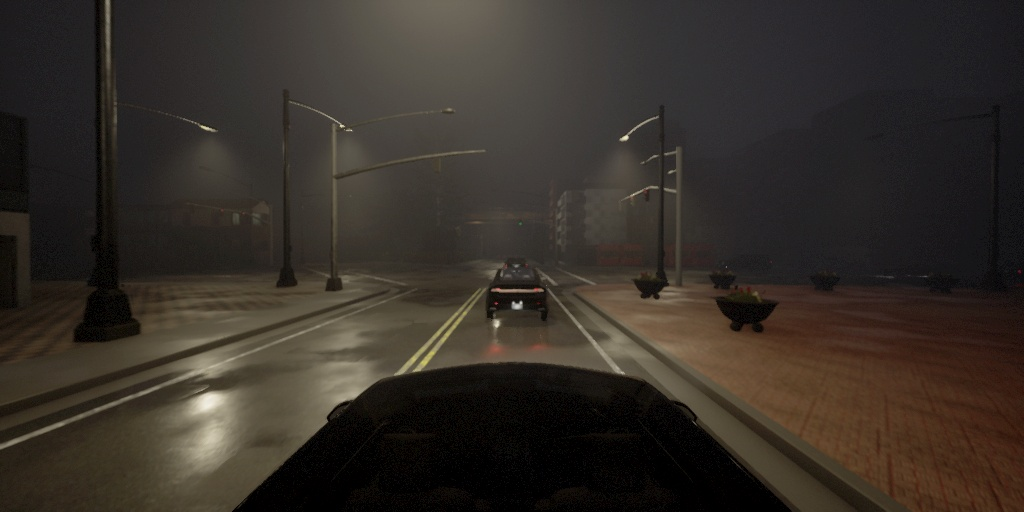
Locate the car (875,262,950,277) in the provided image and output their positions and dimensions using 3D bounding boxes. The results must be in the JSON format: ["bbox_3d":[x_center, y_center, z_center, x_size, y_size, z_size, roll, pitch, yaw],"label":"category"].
[{"bbox_3d":[40.761,1.401,36.831,5.357,1.411,2.033,1,1,1],"label":"car"}]

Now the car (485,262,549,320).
[{"bbox_3d":[0.176,1.116,12.062,2.128,1.511,4.902,0,1,1],"label":"car"}]

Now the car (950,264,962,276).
[{"bbox_3d":[47.517,1.446,40.257,4.674,1.442,1.812,1,1,0],"label":"car"}]

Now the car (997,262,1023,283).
[{"bbox_3d":[43.128,1.331,29.710,4.553,1.767,2.097,1,1,2],"label":"car"}]

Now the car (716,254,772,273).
[{"bbox_3d":[26.149,0.797,40.396,5.566,2.045,2.150,1,1,0],"label":"car"}]

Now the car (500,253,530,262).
[{"bbox_3d":[0.361,0.795,29.108,2.097,1.767,4.553,0,1,1],"label":"car"}]
